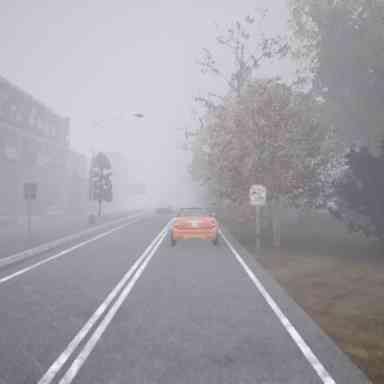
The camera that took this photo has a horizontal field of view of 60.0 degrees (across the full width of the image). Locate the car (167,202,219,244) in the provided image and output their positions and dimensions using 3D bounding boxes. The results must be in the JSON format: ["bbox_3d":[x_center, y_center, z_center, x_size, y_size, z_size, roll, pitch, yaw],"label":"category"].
[{"bbox_3d":[0.112,1.424,16.203,2.097,1.767,4.553,0,0,0],"label":"car"}]

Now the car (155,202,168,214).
[{"bbox_3d":[-3.262,1.887,39.663,1.812,1.442,4.674,0,-1,0],"label":"car"}]
